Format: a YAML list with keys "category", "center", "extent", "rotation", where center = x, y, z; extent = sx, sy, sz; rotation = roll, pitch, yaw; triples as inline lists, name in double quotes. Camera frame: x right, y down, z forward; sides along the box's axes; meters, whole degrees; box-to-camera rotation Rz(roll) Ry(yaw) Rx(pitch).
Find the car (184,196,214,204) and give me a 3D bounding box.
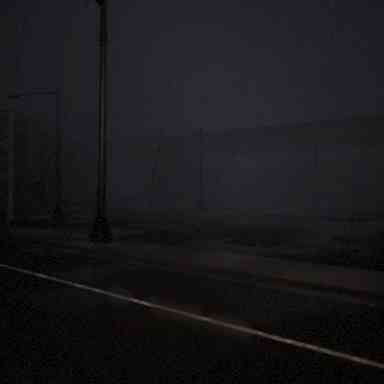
- category: "car"
  center: [1.307, 1.360, 60.027]
  extent: [5.357, 1.411, 2.033]
  rotation: [1, 1, -24]
